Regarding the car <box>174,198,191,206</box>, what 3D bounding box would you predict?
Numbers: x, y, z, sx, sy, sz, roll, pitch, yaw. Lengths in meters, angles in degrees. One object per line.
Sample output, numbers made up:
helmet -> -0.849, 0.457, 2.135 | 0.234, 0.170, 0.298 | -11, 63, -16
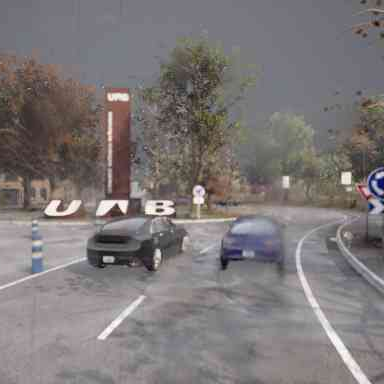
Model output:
car -> -1.471, 1.803, 58.558 | 5.357, 1.411, 2.033 | 0, 0, 18

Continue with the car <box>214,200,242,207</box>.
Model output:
car -> 6.191, 1.857, 57.979 | 4.718, 1.301, 1.895 | 0, 0, 38

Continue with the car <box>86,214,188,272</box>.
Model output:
car -> -1.488, 1.460, 10.704 | 1.837, 1.490, 4.892 | 0, 0, 15

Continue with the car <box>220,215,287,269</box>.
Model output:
car -> 2.109, 1.481, 10.992 | 1.812, 1.442, 4.674 | 0, 0, 16
